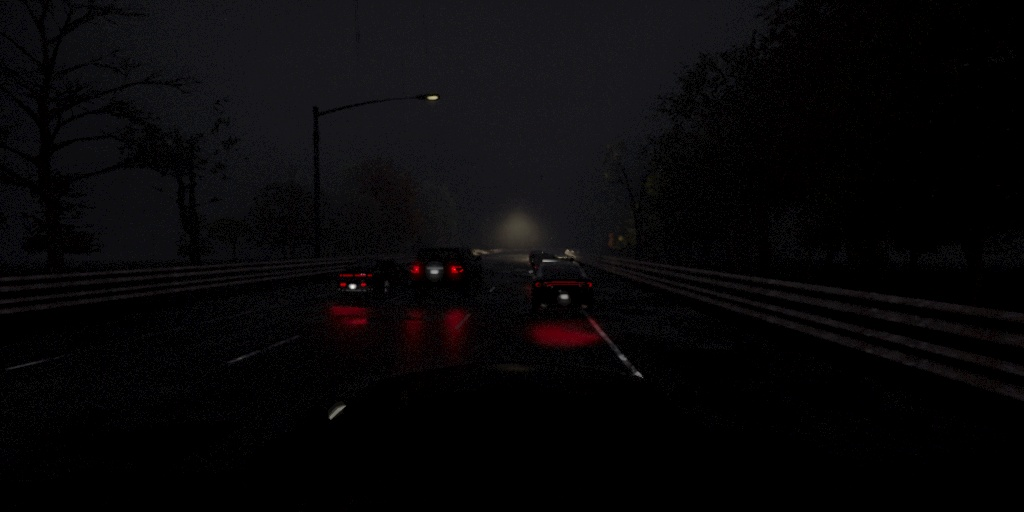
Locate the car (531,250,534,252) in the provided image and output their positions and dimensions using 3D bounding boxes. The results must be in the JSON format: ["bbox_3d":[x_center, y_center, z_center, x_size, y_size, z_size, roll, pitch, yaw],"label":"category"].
[{"bbox_3d":[3.413,-0.061,49.630,1.882,1.535,5.008,0,2,7],"label":"car"}]

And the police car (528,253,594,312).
[{"bbox_3d":[1.616,0.871,12.679,1.930,1.638,5.238,0,2,3],"label":"police car"}]

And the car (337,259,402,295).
[{"bbox_3d":[-6.116,0.876,16.478,1.837,1.490,4.892,0,2,3],"label":"car"}]

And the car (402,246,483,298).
[{"bbox_3d":[-2.660,0.601,15.706,2.150,2.045,5.566,0,2,3],"label":"car"}]

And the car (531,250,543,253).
[{"bbox_3d":[2.600,0.529,28.334,1.837,1.490,4.892,0,2,4],"label":"car"}]
